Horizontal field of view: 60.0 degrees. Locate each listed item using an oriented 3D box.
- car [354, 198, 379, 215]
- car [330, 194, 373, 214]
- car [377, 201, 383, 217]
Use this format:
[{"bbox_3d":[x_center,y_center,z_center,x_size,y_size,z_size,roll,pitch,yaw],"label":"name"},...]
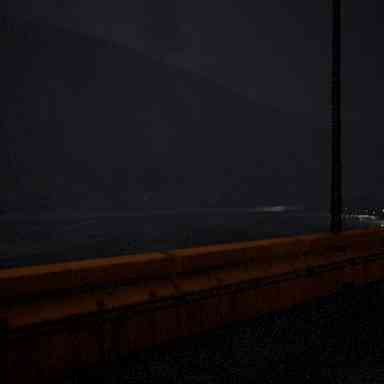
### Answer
[{"bbox_3d":[18.603,1.632,33.077,4.181,1.385,1.994,0,0,-29],"label":"car"},{"bbox_3d":[17.771,1.293,36.651,5.566,2.045,2.150,0,0,-28],"label":"car"},{"bbox_3d":[18.762,1.665,29.190,4.718,1.301,1.895,0,0,-30],"label":"car"}]
